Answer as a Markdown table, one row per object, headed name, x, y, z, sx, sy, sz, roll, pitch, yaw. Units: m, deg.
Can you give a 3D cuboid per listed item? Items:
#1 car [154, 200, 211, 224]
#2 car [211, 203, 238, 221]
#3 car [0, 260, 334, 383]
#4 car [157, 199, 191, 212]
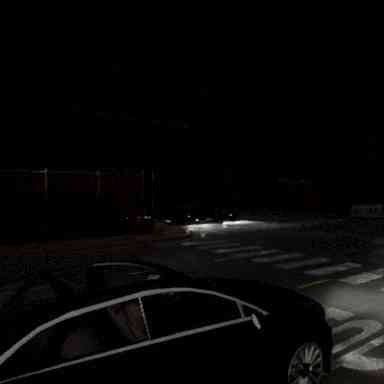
| name | x | y | z | sx | sy | sz | roll | pitch | yaw |
| --- | --- | --- | --- | --- | --- | --- | --- | --- | --- |
| car | -1.162 | 1.587 | 25.557 | 2.033 | 1.411 | 5.357 | 0 | 0 | -35 |
| car | 1.853 | 1.599 | 27.355 | 1.994 | 1.385 | 4.181 | 0 | 0 | -35 |
| car | -0.516 | 1.490 | 3.378 | 4.902 | 1.511 | 2.128 | 0 | 0 | -36 |
| car | -2.215 | 1.557 | 39.447 | 1.812 | 1.442 | 4.674 | 0 | 0 | -35 |
